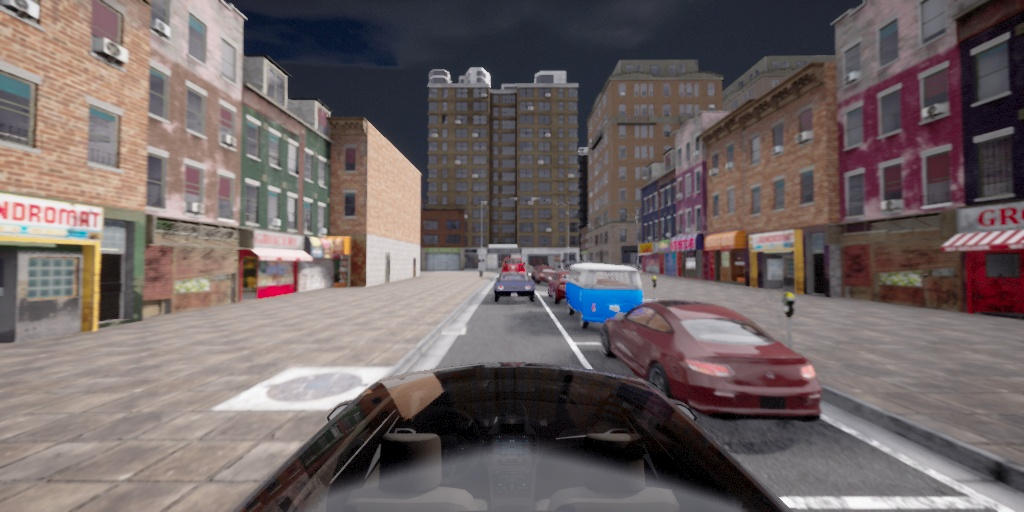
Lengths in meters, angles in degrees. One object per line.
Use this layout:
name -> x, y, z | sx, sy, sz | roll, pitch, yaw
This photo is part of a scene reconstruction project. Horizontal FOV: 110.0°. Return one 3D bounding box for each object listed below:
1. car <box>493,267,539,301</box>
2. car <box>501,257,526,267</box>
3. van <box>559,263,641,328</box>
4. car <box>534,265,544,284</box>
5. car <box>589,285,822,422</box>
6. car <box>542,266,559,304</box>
car -> 0.102, 1.426, 17.877 | 1.895, 1.301, 4.718 | 0, 0, 0
car -> 0.106, 1.143, 33.735 | 2.150, 2.045, 5.566 | 0, 0, 0
van -> 2.641, 1.131, 11.149 | 1.690, 1.789, 3.998 | 0, 0, 0
car -> 2.645, 1.464, 27.462 | 1.802, 1.307, 4.207 | 0, 0, 0
car -> 2.640, 1.348, 5.711 | 1.802, 1.307, 4.207 | 0, 0, 0
car -> 2.642, 1.363, 16.586 | 1.888, 1.381, 4.507 | 0, 0, 0
